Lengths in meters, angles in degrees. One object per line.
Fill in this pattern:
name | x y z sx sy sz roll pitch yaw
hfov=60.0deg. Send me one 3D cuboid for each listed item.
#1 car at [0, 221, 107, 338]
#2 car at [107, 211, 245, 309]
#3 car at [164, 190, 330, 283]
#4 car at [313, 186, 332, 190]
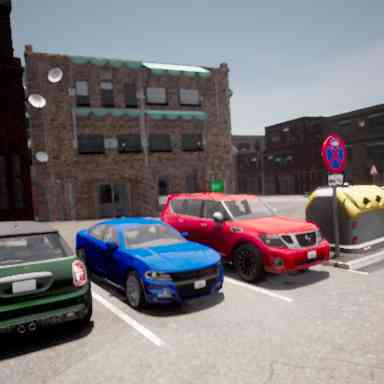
car | -3.591 1.343 6.405 2.185 1.767 4.553 -1 1 -36
car | -1.308 1.407 8.081 2.097 1.535 5.008 -2 1 -36
car | 1.101 1.069 9.761 2.435 2.045 5.566 -2 1 -36
car | 14.914 0.041 38.185 1.812 1.442 4.674 -5 0 -22
